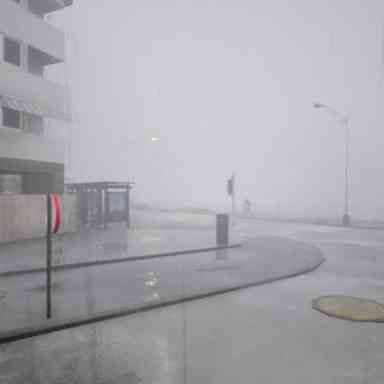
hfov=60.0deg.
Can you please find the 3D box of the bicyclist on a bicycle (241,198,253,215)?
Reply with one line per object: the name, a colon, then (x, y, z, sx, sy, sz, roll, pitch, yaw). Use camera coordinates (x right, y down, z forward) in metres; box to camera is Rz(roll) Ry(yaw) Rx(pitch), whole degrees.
bicyclist on a bicycle: (5.439, 1.461, 32.935, 1.656, 1.620, 0.582, 0, 0, -35)
